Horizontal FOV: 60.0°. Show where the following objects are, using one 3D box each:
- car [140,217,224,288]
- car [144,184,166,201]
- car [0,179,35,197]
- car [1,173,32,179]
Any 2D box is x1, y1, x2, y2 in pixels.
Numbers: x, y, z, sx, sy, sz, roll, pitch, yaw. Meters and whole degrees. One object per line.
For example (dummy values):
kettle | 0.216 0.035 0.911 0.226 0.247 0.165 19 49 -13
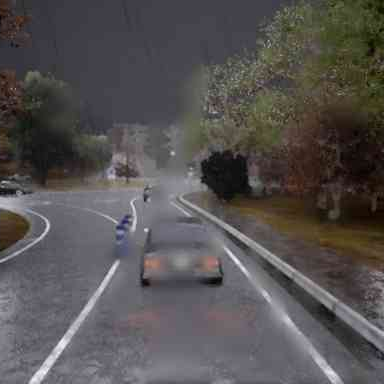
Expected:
car | -0.359 1.377 8.993 2.033 1.411 5.357 0 2 -4
car | -3.567 -0.064 31.814 2.128 1.511 4.902 0 5 -4
car | -19.306 -0.350 35.373 4.892 1.490 1.837 0 6 3
car | -33.513 -2.851 64.364 1.812 1.442 4.674 3 5 34
